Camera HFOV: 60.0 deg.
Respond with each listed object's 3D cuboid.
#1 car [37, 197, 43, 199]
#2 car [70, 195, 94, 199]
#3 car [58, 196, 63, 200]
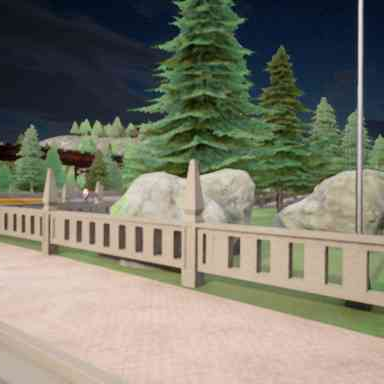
[{"bbox_3d":[-22.013,1.239,51.415,2.128,1.511,4.902,0,0,36],"label":"car"},{"bbox_3d":[-15.687,1.381,48.230,1.895,1.301,4.718,0,0,36],"label":"car"},{"bbox_3d":[-17.725,1.244,51.370,2.128,1.511,4.902,0,1,36],"label":"car"}]
